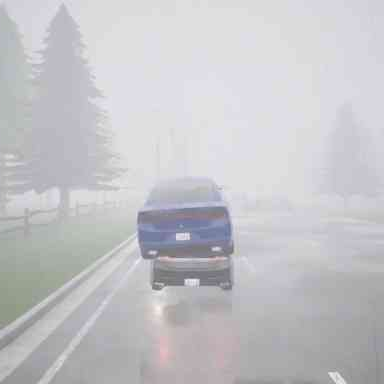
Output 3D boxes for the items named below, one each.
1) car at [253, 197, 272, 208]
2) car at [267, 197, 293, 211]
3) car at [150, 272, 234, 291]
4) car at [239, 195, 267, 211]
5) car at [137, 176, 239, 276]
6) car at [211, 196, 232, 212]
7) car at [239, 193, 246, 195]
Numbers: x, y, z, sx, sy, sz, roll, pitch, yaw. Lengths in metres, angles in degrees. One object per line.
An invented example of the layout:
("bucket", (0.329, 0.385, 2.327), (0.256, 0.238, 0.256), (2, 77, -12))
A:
("car", (10.500, 1.505, 50.068), (1.837, 1.490, 4.892), (0, 0, 0))
("car", (10.500, 1.352, 40.035), (2.097, 1.767, 4.553), (0, 0, 0))
("car", (0.000, 1.551, 9.026), (2.128, 1.511, 4.902), (0, 1, 0))
("car", (7.000, 1.491, 39.648), (2.128, 1.511, 4.902), (0, 0, 0))
("car", (-0.083, 0.341, 8.299), (1.882, 1.535, 5.008), (-4, 7, 3))
("car", (3.500, 1.352, 40.035), (2.097, 1.767, 4.553), (0, 0, 0))
("car", (7.000, 1.221, 50.098), (2.150, 2.045, 5.566), (0, 0, 0))
